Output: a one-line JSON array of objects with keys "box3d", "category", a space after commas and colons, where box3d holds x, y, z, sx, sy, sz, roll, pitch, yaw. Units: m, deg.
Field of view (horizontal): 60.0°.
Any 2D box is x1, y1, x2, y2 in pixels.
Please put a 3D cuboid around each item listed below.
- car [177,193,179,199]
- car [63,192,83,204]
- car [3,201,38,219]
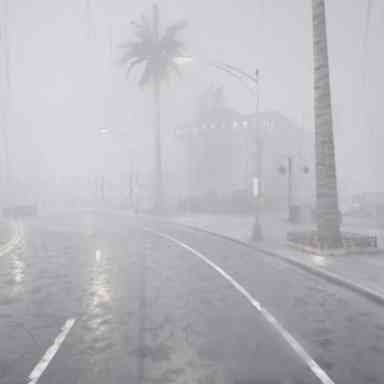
[{"box3d": [-1.734, 1.463, 62.550, 4.674, 1.452, 2.002, 0, 0, 32], "category": "car"}, {"box3d": [-21.993, 1.323, 61.742, 4.553, 1.767, 2.185, 0, 0, 32], "category": "car"}, {"box3d": [-15.331, 1.517, 29.601, 1.882, 1.535, 5.008, 0, 0, -42], "category": "car"}]
